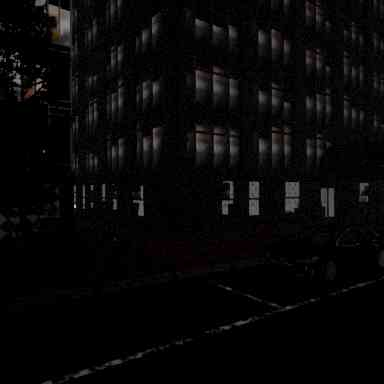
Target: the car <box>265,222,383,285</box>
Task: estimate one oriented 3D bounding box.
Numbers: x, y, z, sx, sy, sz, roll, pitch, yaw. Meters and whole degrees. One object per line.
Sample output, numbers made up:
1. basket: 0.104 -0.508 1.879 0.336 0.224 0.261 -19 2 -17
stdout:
1. car: 3.932 1.549 9.401 4.403 1.369 2.008 0 -1 -36
